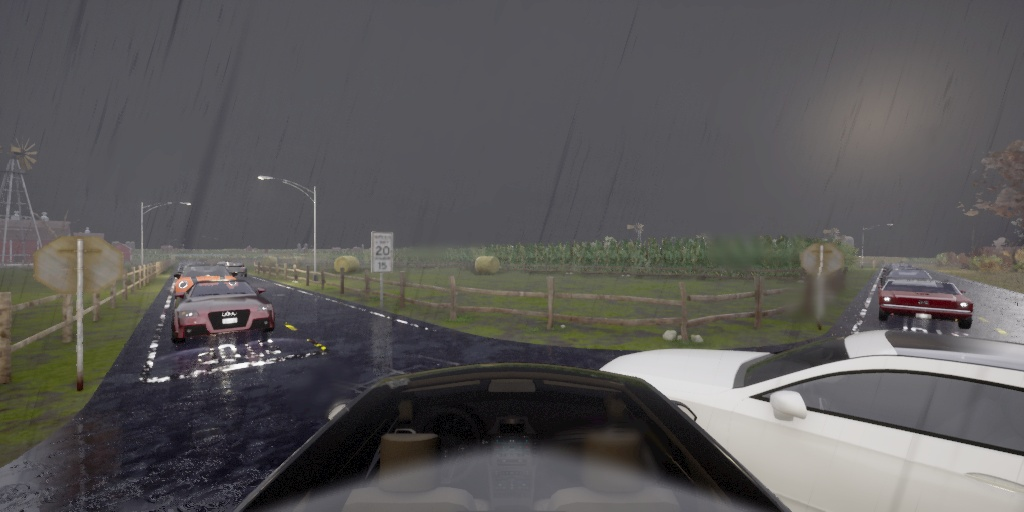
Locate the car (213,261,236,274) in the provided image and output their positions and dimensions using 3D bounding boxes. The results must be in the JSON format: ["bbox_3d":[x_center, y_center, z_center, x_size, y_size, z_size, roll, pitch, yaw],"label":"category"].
[{"bbox_3d":[-34.327,1.338,42.774,1.837,1.490,4.892,0,0,-42],"label":"car"}]

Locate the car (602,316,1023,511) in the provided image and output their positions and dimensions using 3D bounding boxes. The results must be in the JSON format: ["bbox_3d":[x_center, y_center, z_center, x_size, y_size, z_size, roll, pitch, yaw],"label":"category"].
[{"bbox_3d":[2.808,1.293,2.556,1.812,1.442,4.674,0,1,-45],"label":"car"}]

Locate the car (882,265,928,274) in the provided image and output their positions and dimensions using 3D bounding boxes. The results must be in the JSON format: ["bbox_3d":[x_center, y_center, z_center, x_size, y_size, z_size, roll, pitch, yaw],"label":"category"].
[{"bbox_3d":[20.334,1.368,18.440,5.357,1.411,2.033,0,1,-44],"label":"car"}]

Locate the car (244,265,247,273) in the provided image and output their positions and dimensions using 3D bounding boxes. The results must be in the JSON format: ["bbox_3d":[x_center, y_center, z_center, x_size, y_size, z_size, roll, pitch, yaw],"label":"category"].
[{"bbox_3d":[-27.497,1.311,35.415,2.128,1.511,4.902,0,0,-42],"label":"car"}]

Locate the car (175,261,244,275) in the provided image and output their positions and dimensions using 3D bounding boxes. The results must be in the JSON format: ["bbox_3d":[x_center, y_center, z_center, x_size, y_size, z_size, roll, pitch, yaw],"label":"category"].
[{"bbox_3d":[-13.952,1.152,16.383,2.097,1.767,4.553,0,0,-43],"label":"car"}]

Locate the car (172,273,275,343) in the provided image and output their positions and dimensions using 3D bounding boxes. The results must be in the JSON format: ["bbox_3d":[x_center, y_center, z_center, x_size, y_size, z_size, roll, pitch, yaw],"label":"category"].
[{"bbox_3d":[-8.081,1.362,9.984,1.994,1.385,4.181,0,0,-43],"label":"car"}]

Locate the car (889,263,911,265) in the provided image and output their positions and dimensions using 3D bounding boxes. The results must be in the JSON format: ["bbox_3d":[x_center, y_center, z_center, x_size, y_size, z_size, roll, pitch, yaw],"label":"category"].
[{"bbox_3d":[26.996,1.408,24.793,4.181,1.385,1.994,0,1,-44],"label":"car"}]

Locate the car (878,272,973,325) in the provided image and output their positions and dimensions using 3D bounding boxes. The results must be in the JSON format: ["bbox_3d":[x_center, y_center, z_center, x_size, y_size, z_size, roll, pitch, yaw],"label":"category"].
[{"bbox_3d":[13.353,1.400,11.773,4.718,1.301,1.895,0,1,-44],"label":"car"}]
